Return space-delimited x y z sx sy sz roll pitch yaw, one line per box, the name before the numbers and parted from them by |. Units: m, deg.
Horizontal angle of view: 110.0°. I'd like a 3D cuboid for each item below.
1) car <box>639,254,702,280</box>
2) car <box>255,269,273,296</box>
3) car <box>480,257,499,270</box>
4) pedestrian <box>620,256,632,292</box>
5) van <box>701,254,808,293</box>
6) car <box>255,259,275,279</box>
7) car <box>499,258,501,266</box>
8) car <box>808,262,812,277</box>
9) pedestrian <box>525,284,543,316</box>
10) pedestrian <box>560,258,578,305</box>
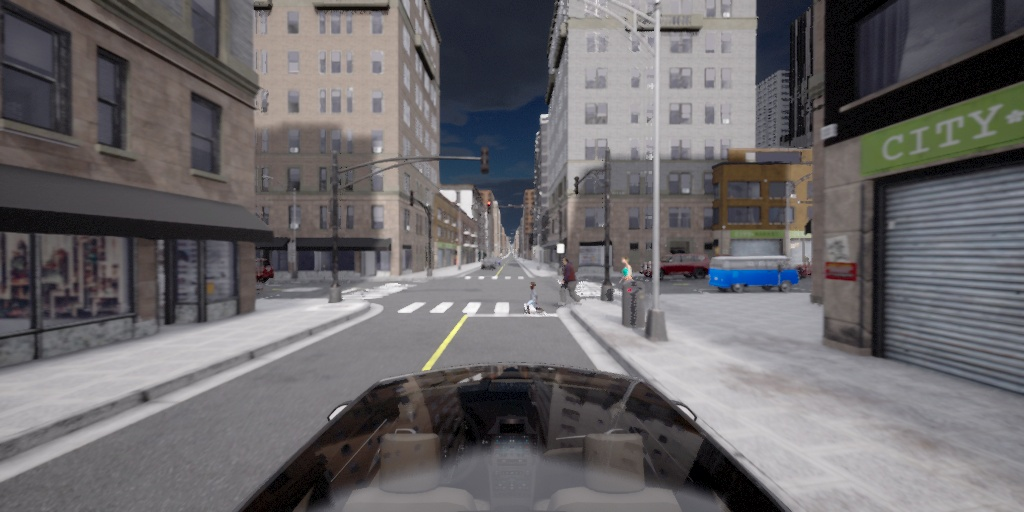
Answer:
car | 12.094 0.769 26.586 5.009 1.841 2.192 0 0 0
car | -14.820 1.460 17.993 4.207 1.307 1.802 0 0 0
car | -3.077 1.080 47.313 1.837 1.490 4.892 0 0 0
pedestrian | 3.940 0.850 12.328 0.375 1.860 0.375 0 1 0
van | 12.117 0.889 18.061 3.998 1.789 1.690 0 0 0
car | -20.347 1.168 26.504 5.009 1.841 2.192 0 0 0
car | -3.032 0.883 63.493 2.097 1.767 4.553 0 0 1
car | 23.311 0.861 26.614 4.507 1.381 1.888 0 0 0
pedestrian | 0.719 1.001 11.729 0.375 1.860 0.375 0 1 0
pedestrian | 2.057 0.854 12.928 0.375 1.860 0.375 0 1 0
